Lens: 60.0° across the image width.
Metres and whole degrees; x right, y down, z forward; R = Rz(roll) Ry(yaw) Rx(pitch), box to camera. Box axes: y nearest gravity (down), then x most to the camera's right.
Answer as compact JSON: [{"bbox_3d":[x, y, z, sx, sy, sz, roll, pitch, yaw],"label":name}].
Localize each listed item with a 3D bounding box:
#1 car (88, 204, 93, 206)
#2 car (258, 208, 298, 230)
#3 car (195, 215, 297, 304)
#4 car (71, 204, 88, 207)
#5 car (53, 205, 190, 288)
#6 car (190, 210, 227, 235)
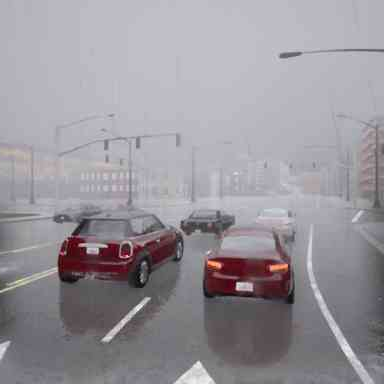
[{"bbox_3d":[-4.837,1.561,22.826,1.994,1.385,4.181,0,0,20],"label":"car"},{"bbox_3d":[4.215,1.523,16.604,1.812,1.442,4.674,0,0,20],"label":"car"},{"bbox_3d":[1.465,1.524,8.175,1.812,1.442,4.674,0,0,13],"label":"car"},{"bbox_3d":[-8.036,1.562,24.261,1.994,1.385,4.181,0,0,20],"label":"car"},{"bbox_3d":[-1.730,1.350,9.584,2.097,1.767,4.553,0,0,14],"label":"car"},{"bbox_3d":[1.033,1.598,18.097,1.895,1.301,4.718,0,0,20],"label":"car"}]
